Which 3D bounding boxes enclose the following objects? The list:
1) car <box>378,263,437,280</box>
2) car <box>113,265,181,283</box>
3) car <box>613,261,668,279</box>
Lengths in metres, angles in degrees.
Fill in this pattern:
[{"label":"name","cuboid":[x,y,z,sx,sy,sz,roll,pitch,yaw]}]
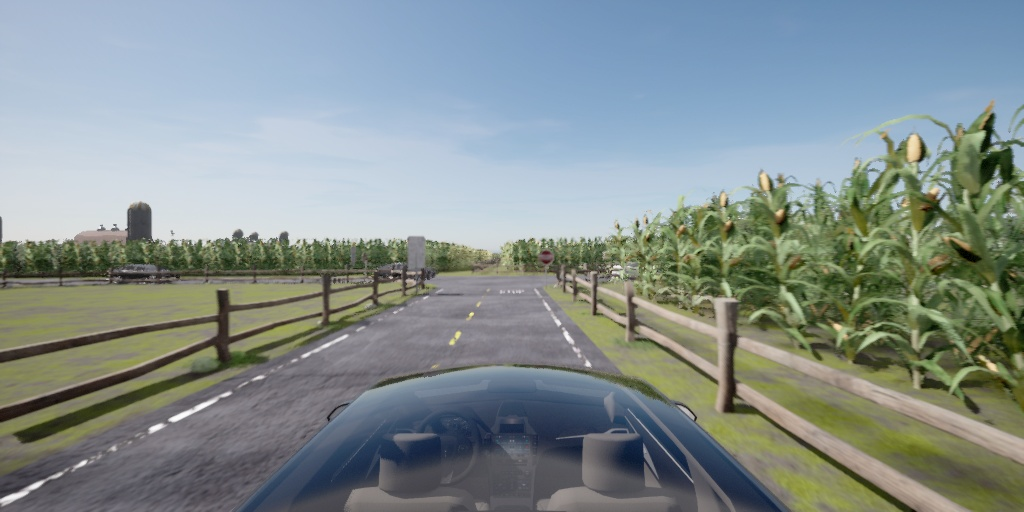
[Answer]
[{"label":"car","cuboid":[-8.926,1.325,30.532,4.902,1.511,2.128,0,0,0]},{"label":"car","cuboid":[-31.174,1.497,30.573,4.892,1.490,1.837,0,0,0]},{"label":"car","cuboid":[10.955,1.181,30.496,4.674,1.442,1.812,0,0,0]}]
